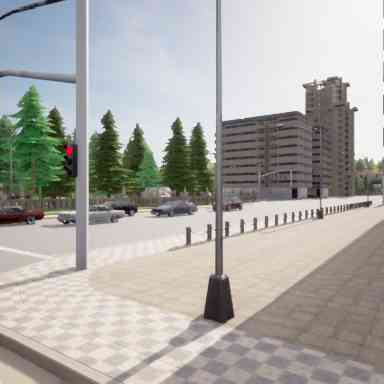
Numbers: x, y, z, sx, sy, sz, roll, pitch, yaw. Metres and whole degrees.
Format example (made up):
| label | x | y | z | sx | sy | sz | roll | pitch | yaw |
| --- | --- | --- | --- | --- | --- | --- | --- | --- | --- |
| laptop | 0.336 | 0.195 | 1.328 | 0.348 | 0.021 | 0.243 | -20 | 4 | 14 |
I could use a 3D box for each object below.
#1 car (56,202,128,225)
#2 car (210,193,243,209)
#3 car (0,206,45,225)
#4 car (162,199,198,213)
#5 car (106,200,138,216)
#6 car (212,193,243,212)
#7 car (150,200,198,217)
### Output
| label | x | y | z | sx | sy | sz | roll | pitch | yaw |
| --- | --- | --- | --- | --- | --- | --- | --- | --- | --- |
| car | -7.149 | 1.601 | 23.759 | 1.895 | 1.301 | 4.718 | 0 | 0 | 36 |
| car | 4.927 | 1.221 | 46.639 | 2.150 | 2.045 | 5.566 | 0 | 0 | 36 |
| car | -12.575 | 1.601 | 22.261 | 1.895 | 1.301 | 4.718 | 0 | 0 | 37 |
| car | -1.331 | 1.564 | 37.941 | 1.994 | 1.385 | 4.181 | 0 | 0 | 35 |
| car | -7.084 | 1.477 | 29.877 | 1.882 | 1.535 | 5.008 | 0 | 0 | 36 |
| car | 4.273 | 1.352 | 39.744 | 2.097 | 1.767 | 4.553 | 0 | 0 | 36 |
| car | -1.541 | 1.547 | 31.613 | 2.033 | 1.411 | 5.357 | 0 | 0 | 36 |
